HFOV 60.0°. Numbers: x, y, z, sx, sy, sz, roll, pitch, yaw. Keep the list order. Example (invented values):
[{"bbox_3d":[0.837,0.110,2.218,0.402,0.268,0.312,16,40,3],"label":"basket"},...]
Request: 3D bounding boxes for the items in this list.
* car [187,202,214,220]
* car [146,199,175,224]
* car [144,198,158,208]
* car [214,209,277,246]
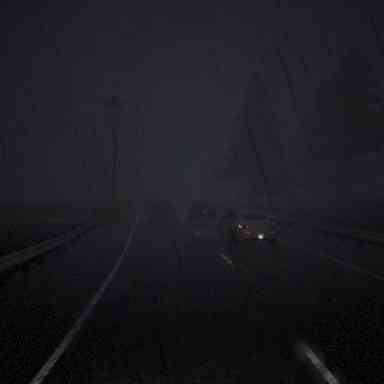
[{"bbox_3d":[0.741,1.541,28.029,1.994,1.385,4.181,0,0,-8],"label":"car"},{"bbox_3d":[-2.278,1.513,24.384,1.812,1.442,4.674,0,0,-8],"label":"car"},{"bbox_3d":[-4.433,1.480,38.579,1.837,1.490,4.892,0,0,-9],"label":"car"},{"bbox_3d":[2.422,1.509,15.242,1.812,1.442,4.674,0,0,-6],"label":"car"}]
